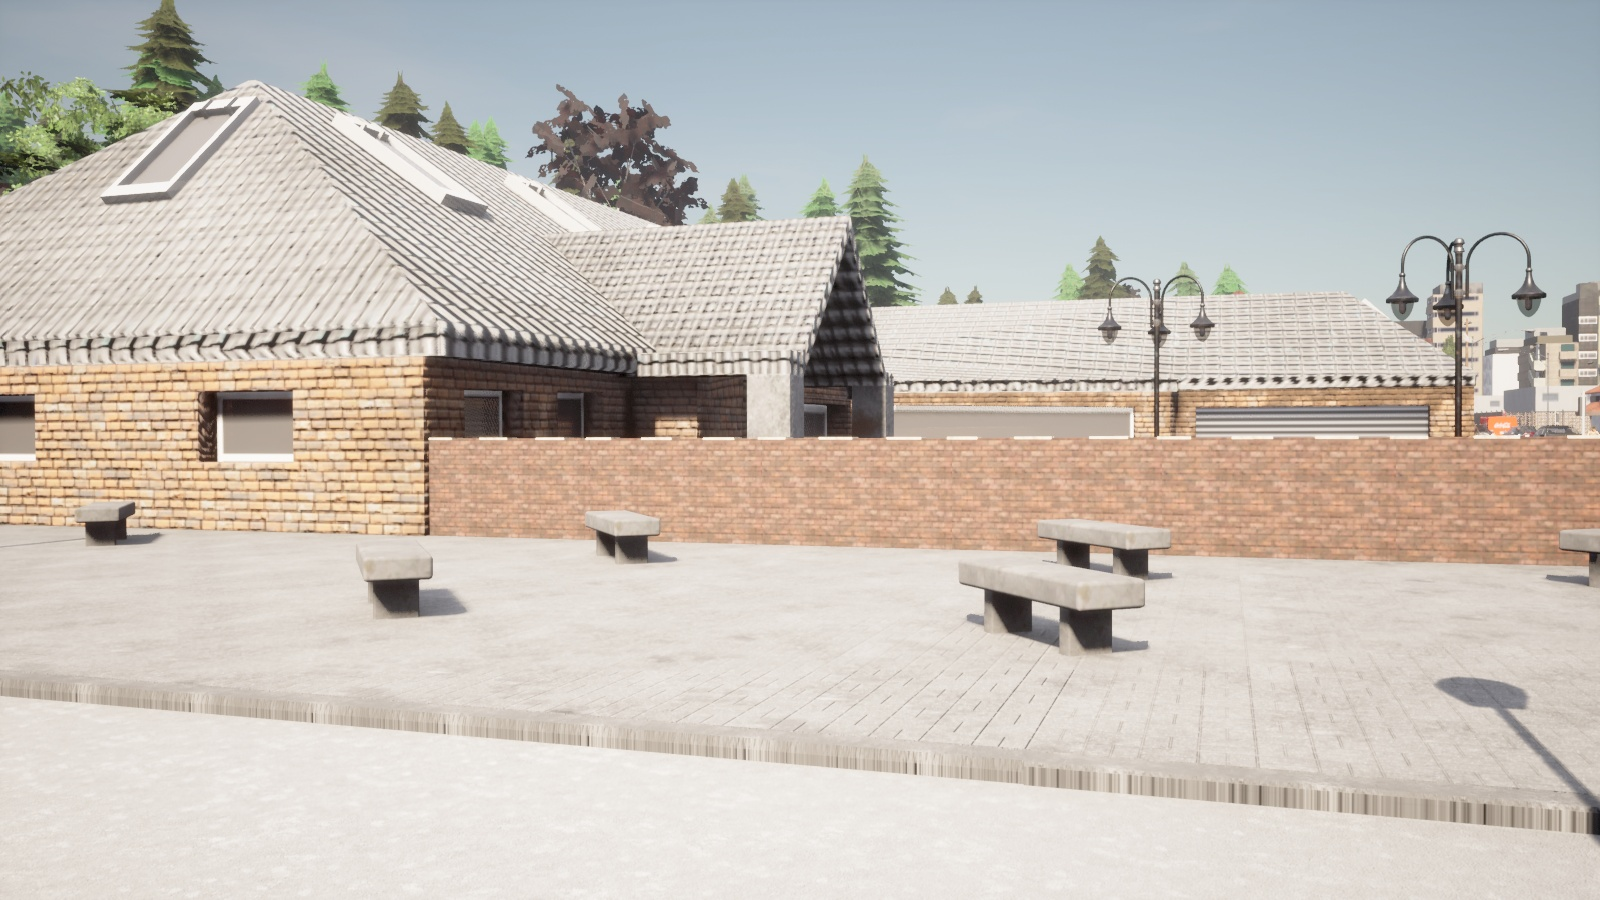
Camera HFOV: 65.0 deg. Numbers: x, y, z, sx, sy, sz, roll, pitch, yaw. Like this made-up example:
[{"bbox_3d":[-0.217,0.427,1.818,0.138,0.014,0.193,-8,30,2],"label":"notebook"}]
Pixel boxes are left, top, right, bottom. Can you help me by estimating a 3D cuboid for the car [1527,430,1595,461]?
[{"bbox_3d":[42.318,-0.290,69.938,2.242,1.667,4.611,1,1,19],"label":"car"}]
